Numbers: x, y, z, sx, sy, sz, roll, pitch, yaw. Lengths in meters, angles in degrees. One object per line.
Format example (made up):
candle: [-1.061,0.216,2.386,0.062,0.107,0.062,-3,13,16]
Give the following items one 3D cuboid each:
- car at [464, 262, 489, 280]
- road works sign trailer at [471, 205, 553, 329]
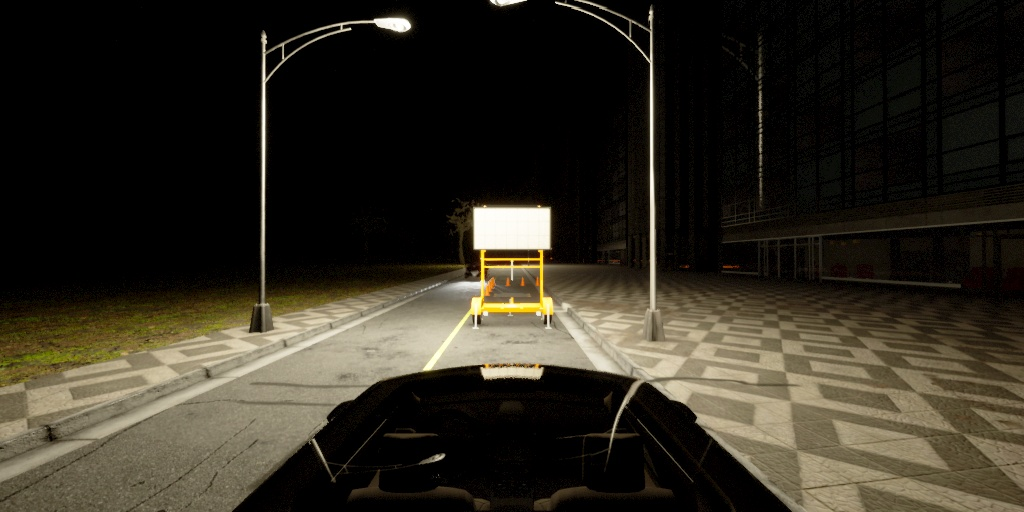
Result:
car: [-2.992,1.251,31.156,2.128,1.511,4.902,0,0,0]
road works sign trailer: [0.002,0.216,11.220,2.380,3.560,2.880,0,0,0]
